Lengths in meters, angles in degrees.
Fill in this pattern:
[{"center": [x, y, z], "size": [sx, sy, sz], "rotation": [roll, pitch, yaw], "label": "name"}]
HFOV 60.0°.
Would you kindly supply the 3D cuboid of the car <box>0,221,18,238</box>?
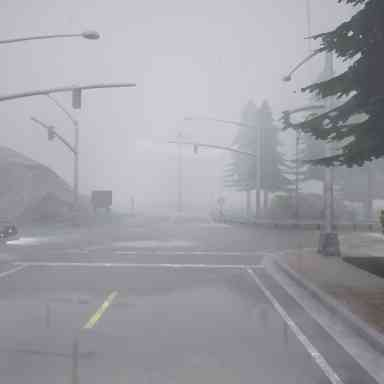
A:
[{"center": [-11.593, 1.862, 17.631], "size": [4.181, 1.385, 1.994], "rotation": [1, -1, 0], "label": "car"}]
